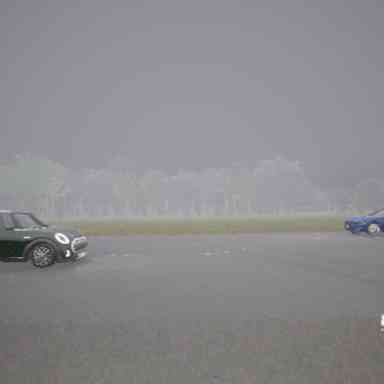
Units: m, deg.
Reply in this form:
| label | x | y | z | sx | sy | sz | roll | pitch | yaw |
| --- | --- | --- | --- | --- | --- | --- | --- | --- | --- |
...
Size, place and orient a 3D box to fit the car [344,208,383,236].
| label | x | y | z | sx | sy | sz | roll | pitch | yaw |
| --- | --- | --- | --- | --- | --- | --- | --- | --- | --- |
| car | 10.891 | 1.538 | 18.015 | 5.008 | 1.535 | 1.882 | -1 | -4 | -1 |

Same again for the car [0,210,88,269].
| label | x | y | z | sx | sy | sz | roll | pitch | yaw |
| --- | --- | --- | --- | --- | --- | --- | --- | --- | --- |
| car | -5.770 | 1.390 | 10.748 | 4.553 | 1.767 | 2.097 | 1 | -2 | 0 |
